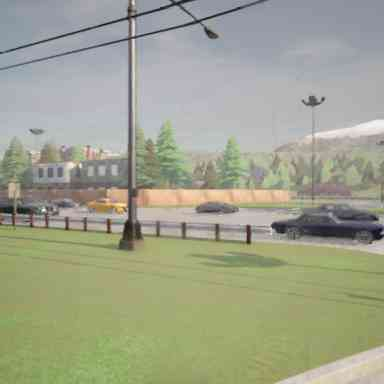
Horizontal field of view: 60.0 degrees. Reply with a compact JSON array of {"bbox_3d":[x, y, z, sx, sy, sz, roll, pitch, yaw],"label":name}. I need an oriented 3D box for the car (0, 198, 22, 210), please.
[{"bbox_3d":[-25.158,1.548,44.031,5.357,1.411,2.033,0,0,28],"label":"car"}]

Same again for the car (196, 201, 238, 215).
[{"bbox_3d":[2.500,1.552,33.217,4.181,1.385,1.994,0,0,28],"label":"car"}]

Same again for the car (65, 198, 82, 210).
[{"bbox_3d":[-16.551,1.521,43.400,4.674,1.442,1.812,0,0,28],"label":"car"}]

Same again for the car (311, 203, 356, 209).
[{"bbox_3d":[10.890,1.533,24.766,5.357,1.411,2.033,0,0,28],"label":"car"}]

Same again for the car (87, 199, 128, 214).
[{"bbox_3d":[-8.919,1.471,35.350,5.008,1.535,1.882,0,0,28],"label":"car"}]

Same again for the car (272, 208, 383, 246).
[{"bbox_3d":[6.244,1.592,15.343,4.718,1.301,1.895,0,0,28],"label":"car"}]

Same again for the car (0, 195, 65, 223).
[{"bbox_3d":[-12.700,1.220,25.466,5.566,2.045,2.150,0,0,28],"label":"car"}]
